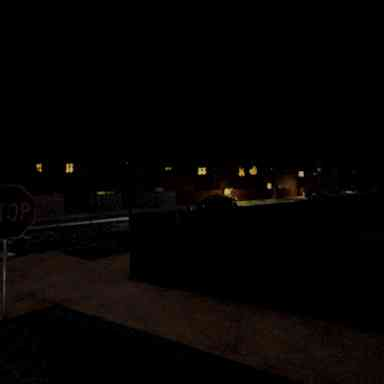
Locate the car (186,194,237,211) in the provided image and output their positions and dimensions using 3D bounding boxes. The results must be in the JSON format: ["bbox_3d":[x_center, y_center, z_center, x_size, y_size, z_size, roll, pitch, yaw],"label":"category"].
[{"bbox_3d":[1.573,0.919,25.627,2.128,1.511,4.902,2,2,40],"label":"car"}]

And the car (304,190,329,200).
[{"bbox_3d":[16.054,0.466,42.570,1.837,1.490,4.892,2,2,41],"label":"car"}]
